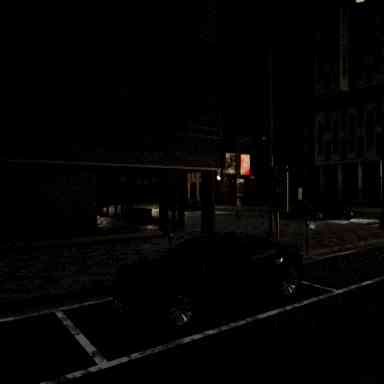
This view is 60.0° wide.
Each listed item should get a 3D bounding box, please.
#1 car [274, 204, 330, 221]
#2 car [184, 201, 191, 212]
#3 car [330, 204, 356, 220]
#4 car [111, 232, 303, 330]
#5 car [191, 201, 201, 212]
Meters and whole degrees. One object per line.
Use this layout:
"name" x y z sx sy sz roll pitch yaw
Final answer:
"car" 9.481 1.776 29.888 1.812 1.442 4.674 0 -1 -36
"car" -2.648 2.055 46.743 1.812 1.442 4.674 0 -1 -36
"car" 12.857 1.780 30.768 1.994 1.385 4.181 0 -1 -36
"car" 0.521 1.565 6.929 4.313 1.339 1.947 0 0 -36
"car" 0.607 1.989 47.781 2.128 1.511 4.902 0 -1 -36
